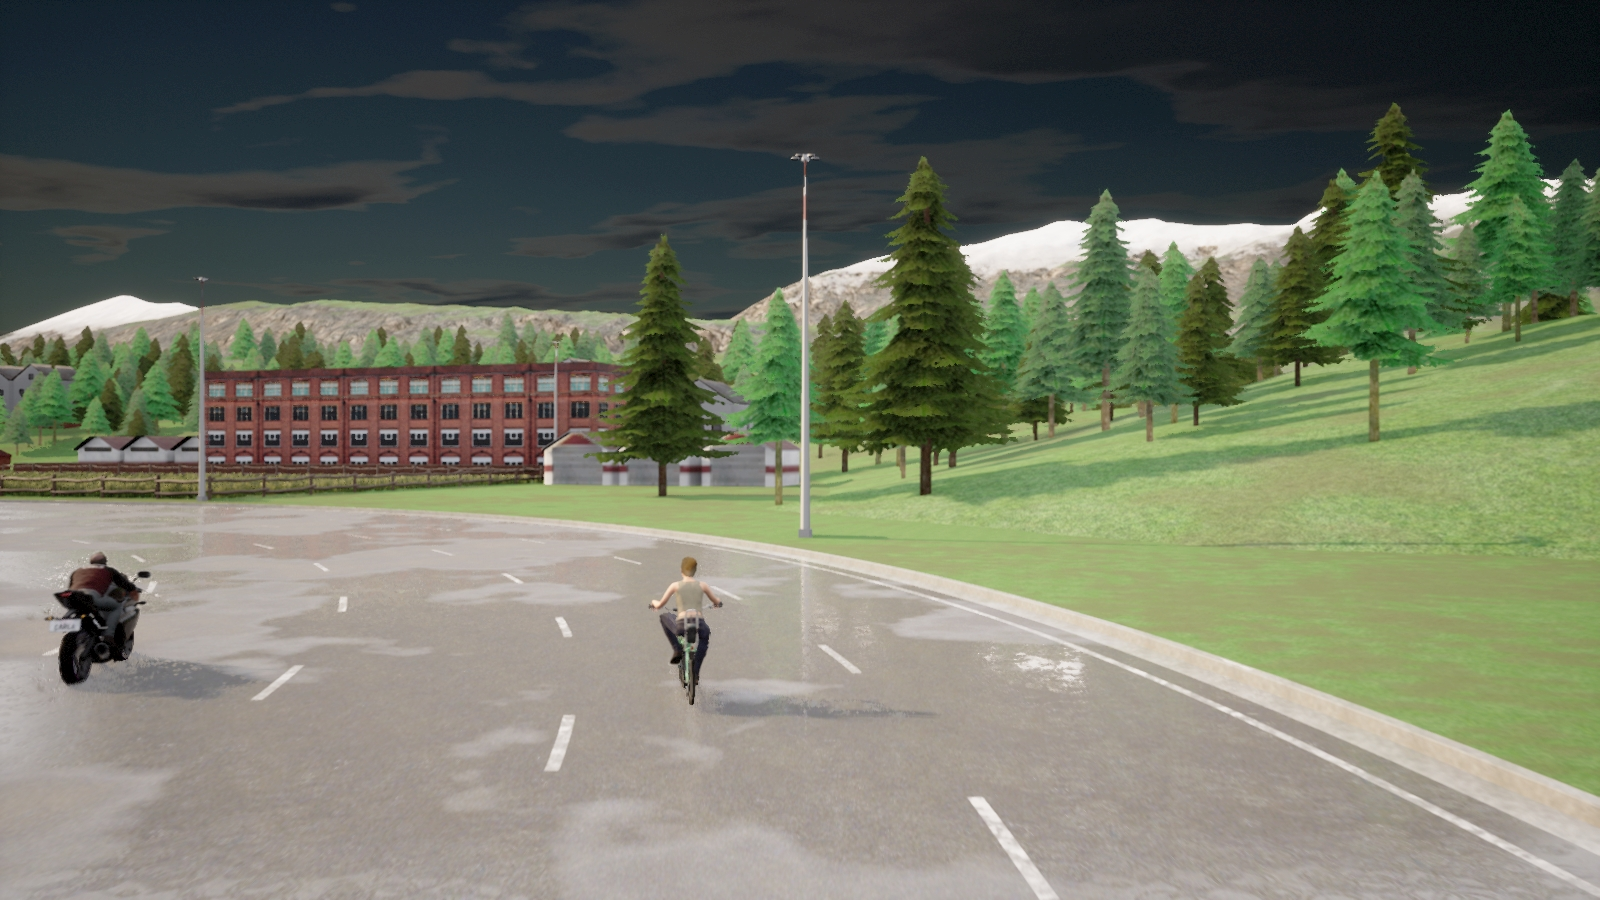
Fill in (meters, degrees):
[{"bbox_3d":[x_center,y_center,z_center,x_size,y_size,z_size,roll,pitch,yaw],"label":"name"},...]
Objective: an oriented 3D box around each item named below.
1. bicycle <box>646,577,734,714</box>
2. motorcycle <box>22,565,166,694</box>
[{"bbox_3d":[-1.273,2.161,12.944,0.859,1.276,1.487,0,0,-11],"label":"bicycle"},{"bbox_3d":[-8.865,2.209,14.472,0.867,1.251,2.209,-2,0,-13],"label":"motorcycle"}]
